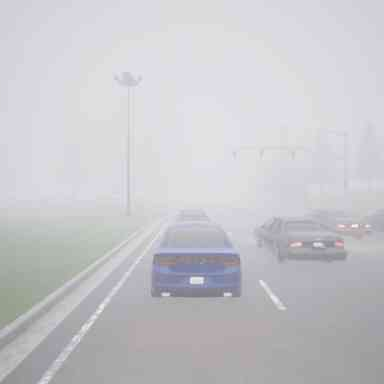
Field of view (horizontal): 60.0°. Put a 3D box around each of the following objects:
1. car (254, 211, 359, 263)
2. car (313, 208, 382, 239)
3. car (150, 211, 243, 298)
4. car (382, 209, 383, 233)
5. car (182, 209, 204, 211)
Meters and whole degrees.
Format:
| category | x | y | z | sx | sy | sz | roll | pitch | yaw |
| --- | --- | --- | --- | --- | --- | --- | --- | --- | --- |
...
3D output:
| category | x | y | z | sx | sy | sz | roll | pitch | yaw |
| --- | --- | --- | --- | --- | --- | --- | --- | --- | --- |
| car | 3.575 | 1.548 | 11.960 | 2.033 | 1.411 | 5.357 | 0 | 0 | 0 |
| car | 7.101 | 1.547 | 17.221 | 2.033 | 1.411 | 5.357 | 0 | 0 | -3 |
| car | 0.086 | 1.478 | 8.596 | 1.882 | 1.535 | 5.008 | 0 | 0 | 0 |
| car | 10.537 | 1.547 | 17.081 | 2.033 | 1.411 | 5.357 | 0 | 0 | 2 |
| car | 0.068 | 1.564 | 17.382 | 1.994 | 1.385 | 4.181 | 0 | 0 | 0 |
